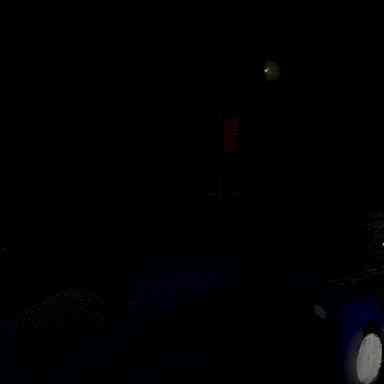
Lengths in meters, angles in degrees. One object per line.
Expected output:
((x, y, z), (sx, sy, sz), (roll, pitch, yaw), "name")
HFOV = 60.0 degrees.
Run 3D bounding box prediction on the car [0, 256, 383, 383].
((0.144, 1.463, 3.541), (5.008, 1.535, 1.882), (-1, 0, -35), "car")
